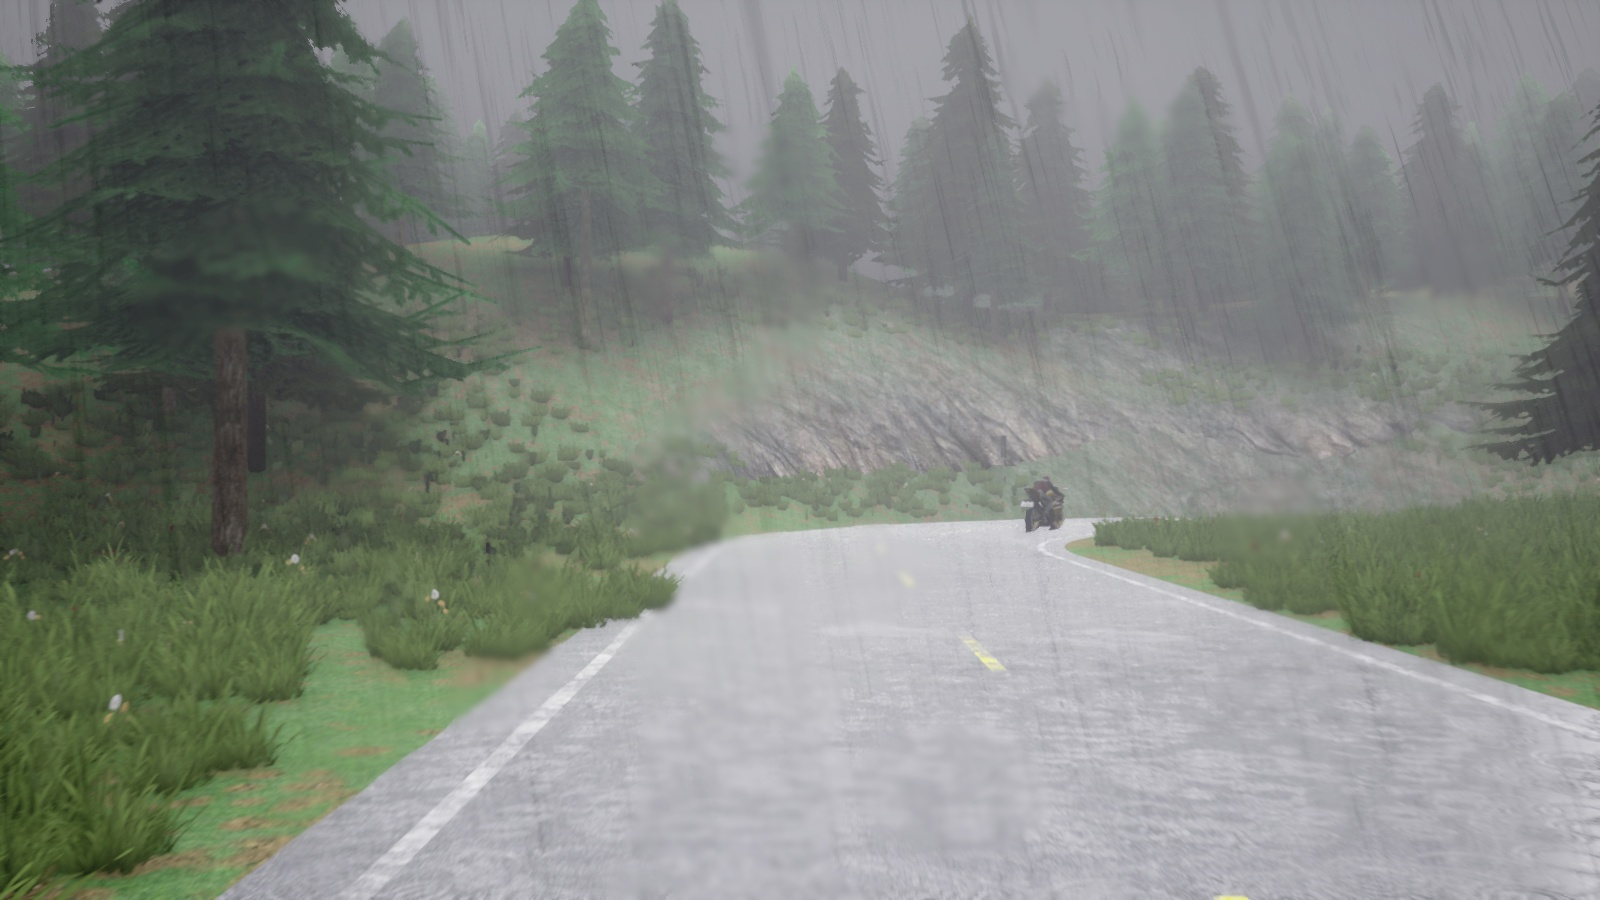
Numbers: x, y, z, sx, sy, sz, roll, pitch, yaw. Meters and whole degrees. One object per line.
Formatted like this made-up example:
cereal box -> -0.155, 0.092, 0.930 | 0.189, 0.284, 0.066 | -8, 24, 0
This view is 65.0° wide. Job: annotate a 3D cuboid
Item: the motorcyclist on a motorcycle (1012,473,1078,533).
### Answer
motorcyclist on a motorcycle -> 6.533, 1.382, 33.384 | 0.866, 1.530, 2.191 | 1, 0, 35
